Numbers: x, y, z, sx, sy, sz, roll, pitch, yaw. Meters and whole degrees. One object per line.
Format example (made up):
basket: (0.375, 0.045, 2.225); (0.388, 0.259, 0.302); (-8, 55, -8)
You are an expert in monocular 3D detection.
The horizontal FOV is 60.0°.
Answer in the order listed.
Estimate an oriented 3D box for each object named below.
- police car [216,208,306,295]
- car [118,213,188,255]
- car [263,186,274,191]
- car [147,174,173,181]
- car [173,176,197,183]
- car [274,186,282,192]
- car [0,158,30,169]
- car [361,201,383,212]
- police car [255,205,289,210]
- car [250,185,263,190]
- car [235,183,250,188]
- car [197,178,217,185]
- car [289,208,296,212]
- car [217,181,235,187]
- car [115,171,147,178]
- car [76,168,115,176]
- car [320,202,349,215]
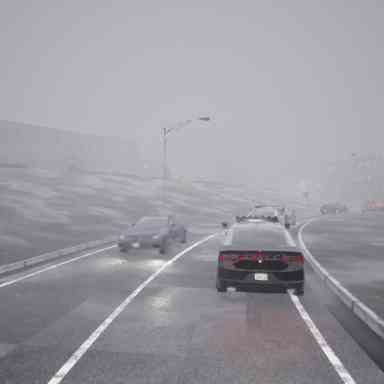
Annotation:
police car: (1.748, 1.458, 9.009); (1.930, 1.638, 5.238); (-1, 0, 9)
car: (-1.458, 1.663, 14.206); (1.812, 1.442, 4.674); (-1, -1, 14)
car: (17.044, -0.640, 79.818); (2.185, 1.767, 4.553); (-4, -6, 41)
car: (-6.065, -2.199, 55.814); (4.674, 1.452, 2.002); (4, -6, -42)
car: (-2.010, -1.972, 59.596); (5.008, 1.535, 2.097); (4, -6, -43)
car: (20.630, -0.417, 84.129); (2.435, 2.045, 5.566); (-3, -6, 40)
car: (-22.681, -3.282, 41.422); (4.553, 1.767, 2.185); (3, -5, -41)
car: (27.243, 2.117, 49.727); (4.553, 1.767, 2.097); (2, -4, -39)
police car: (4.061, 1.544, 18.270); (1.930, 1.638, 5.238); (-1, -1, 19)
car: (13.365, -0.838, 75.552); (2.231, 1.521, 4.892); (-4, -6, 42)
car: (9.734, -1.086, 71.533); (2.002, 1.452, 4.674); (-4, -6, 43)
car: (1.944, -1.824, 63.452); (4.553, 1.767, 2.185); (4, -6, -44)
car: (6.135, 1.693, 23.490); (1.837, 1.490, 4.892); (-2, -1, 24)
car: (5.950, -1.380, 67.525); (2.163, 1.488, 4.792); (-4, -6, 44)
car: (-10.199, -2.494, 52.126); (4.892, 1.521, 2.231); (3, -5, -41)
car: (-14.381, -2.725, 48.530); (4.892, 1.521, 2.231); (3, -5, -41)
car: (17.851, 2.050, 41.566); (4.892, 1.490, 1.837); (1, -4, -41)
